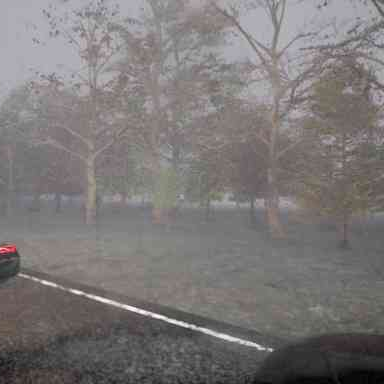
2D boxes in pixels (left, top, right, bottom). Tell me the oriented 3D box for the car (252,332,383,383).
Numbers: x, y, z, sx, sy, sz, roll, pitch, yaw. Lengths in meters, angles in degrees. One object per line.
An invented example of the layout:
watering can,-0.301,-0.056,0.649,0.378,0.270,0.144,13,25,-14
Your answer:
car,2.561,1.542,1.744,4.674,1.442,1.812,0,-1,36

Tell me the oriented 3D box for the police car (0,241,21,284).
police car,-6.335,1.434,8.158,4.974,1.542,2.038,0,0,36
